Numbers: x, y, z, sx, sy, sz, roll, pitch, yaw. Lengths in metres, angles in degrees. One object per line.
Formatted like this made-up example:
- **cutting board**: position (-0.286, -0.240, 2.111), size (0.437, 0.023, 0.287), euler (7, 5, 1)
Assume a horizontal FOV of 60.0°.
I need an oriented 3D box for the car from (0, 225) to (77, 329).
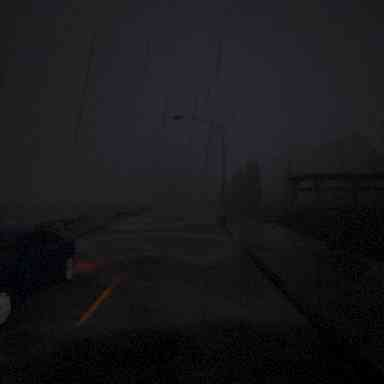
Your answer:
- **car**: position (-4.099, 1.545, 7.169), size (1.882, 1.535, 5.008), euler (0, -1, 0)
